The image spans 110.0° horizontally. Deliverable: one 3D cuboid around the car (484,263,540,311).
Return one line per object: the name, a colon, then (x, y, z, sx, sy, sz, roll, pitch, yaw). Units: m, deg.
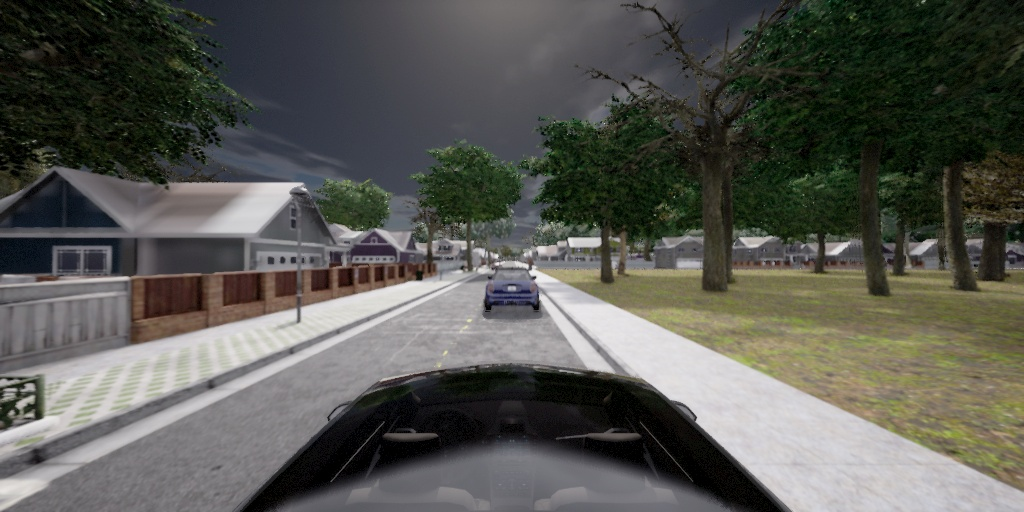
car: (0.015, 1.236, 15.286, 2.097, 1.767, 4.553, 0, -1, 0)
